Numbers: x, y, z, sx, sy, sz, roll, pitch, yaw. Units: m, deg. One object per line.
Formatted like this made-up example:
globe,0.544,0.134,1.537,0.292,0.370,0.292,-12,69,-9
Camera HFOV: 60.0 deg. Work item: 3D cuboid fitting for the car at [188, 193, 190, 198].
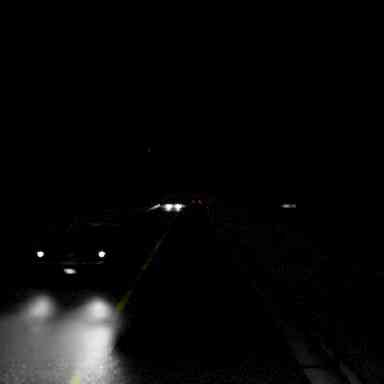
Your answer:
car,-0.007,0.879,86.968,1.994,1.385,4.181,0,0,0

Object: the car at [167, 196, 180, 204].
car,-2.824,1.259,52.358,1.895,1.301,4.718,0,0,0

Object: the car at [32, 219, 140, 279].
car,-2.852,1.531,9.986,1.895,1.301,4.718,0,0,0

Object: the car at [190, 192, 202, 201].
car,0.957,1.095,67.608,1.812,1.442,4.674,0,0,0
